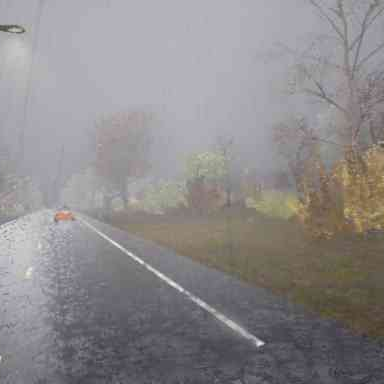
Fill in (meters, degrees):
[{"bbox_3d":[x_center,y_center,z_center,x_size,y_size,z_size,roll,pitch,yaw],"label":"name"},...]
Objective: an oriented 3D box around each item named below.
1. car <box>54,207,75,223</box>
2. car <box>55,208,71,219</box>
[{"bbox_3d":[-14.473,2.440,37.751,2.097,1.767,4.553,-4,0,-22],"label":"car"},{"bbox_3d":[-18.608,3.021,47.935,1.895,1.301,4.718,-4,0,-22],"label":"car"}]
